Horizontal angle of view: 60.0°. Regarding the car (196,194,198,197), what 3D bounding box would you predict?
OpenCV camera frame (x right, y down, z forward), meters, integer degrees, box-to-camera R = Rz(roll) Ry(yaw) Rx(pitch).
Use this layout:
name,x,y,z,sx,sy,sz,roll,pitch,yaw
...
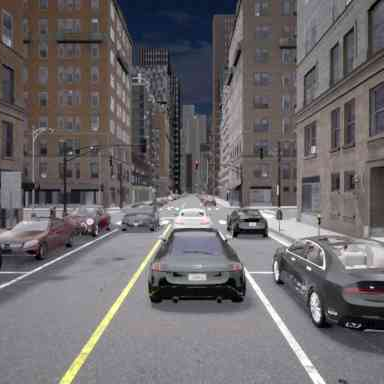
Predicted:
name,x,y,z,sx,sy,sz,roll,pitch,yaw
car,3.041,1.455,92.726,2.192,1.841,5.009,0,0,0

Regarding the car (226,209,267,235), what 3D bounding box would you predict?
name,x,y,z,sx,sy,sz,roll,pitch,yaw
car,2.871,1.566,17.773,1.947,1.339,4.313,0,0,0

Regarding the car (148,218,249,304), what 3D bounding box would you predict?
name,x,y,z,sx,sy,sz,roll,pitch,yaw
car,0.090,1.564,8.236,1.994,1.385,4.181,0,0,0

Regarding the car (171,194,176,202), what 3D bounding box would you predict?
name,x,y,z,sx,sy,sz,roll,pitch,yaw
car,-5.513,1.624,81.756,1.752,1.417,4.829,0,0,0

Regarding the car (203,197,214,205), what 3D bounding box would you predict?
name,x,y,z,sx,sy,sz,roll,pitch,yaw
car,2.954,1.570,60.442,1.752,1.417,4.829,0,0,0

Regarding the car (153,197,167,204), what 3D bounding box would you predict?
name,x,y,z,sx,sy,sz,roll,pitch,yaw
car,-5.586,1.617,54.884,1.802,1.307,4.206,0,0,0

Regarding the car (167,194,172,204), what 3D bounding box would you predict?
name,x,y,z,sx,sy,sz,roll,pitch,yaw
car,-5.556,1.605,65.701,2.008,1.369,4.403,0,0,0

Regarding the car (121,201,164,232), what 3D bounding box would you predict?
name,x,y,z,sx,sy,sz,roll,pitch,yaw
car,-2.982,1.507,20.080,1.837,1.490,4.892,0,0,0

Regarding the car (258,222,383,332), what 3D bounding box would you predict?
name,x,y,z,sx,sy,sz,roll,pitch,yaw
car,2.861,1.550,6.770,2.008,1.369,4.403,0,0,0

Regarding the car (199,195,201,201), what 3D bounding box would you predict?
name,x,y,z,sx,sy,sz,roll,pitch,yaw
car,2.969,1.605,65.681,2.008,1.369,4.403,0,0,0

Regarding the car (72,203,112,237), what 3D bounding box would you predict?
name,x,y,z,sx,sy,sz,roll,pitch,yaw
car,-5.654,1.440,17.781,1.967,1.590,4.097,0,0,0

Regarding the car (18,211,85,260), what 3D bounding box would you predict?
name,x,y,z,sx,sy,sz,roll,pitch,yaw
car,-5.659,1.582,12.279,1.802,1.307,4.206,0,0,0

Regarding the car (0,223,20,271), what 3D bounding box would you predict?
name,x,y,z,sx,sy,sz,roll,pitch,yaw
car,-5.664,1.566,6.778,1.947,1.339,4.313,0,0,0

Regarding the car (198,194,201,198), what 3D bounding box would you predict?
name,x,y,z,sx,sy,sz,roll,pitch,yaw
car,2.997,1.523,76.499,1.967,1.590,4.097,0,0,0

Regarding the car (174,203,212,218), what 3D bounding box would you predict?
name,x,y,z,sx,sy,sz,roll,pitch,yaw
car,0.050,1.526,16.995,1.812,1.442,4.674,0,0,1

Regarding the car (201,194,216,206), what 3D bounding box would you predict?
name,x,y,z,sx,sy,sz,roll,pitch,yaw
car,2.939,1.475,54.863,1.967,1.590,4.097,0,0,0

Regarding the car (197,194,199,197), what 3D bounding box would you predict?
name,x,y,z,sx,sy,sz,roll,pitch,yaw
car,3.027,1.559,87.317,1.967,1.590,4.097,0,0,0

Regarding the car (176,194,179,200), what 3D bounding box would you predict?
name,x,y,z,sx,sy,sz,roll,pitch,yaw
car,-5.484,1.455,92.744,2.192,1.841,5.009,0,0,0
